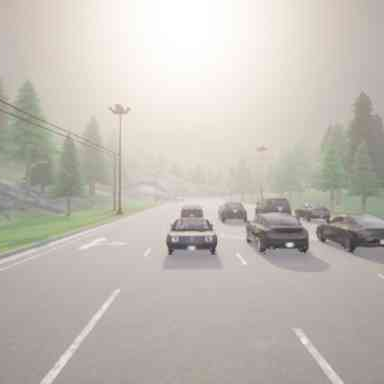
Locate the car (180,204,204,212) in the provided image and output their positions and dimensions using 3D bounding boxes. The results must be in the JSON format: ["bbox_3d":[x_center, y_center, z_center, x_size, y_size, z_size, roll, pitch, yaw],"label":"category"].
[{"bbox_3d":[-0.003,1.759,29.472,1.882,1.535,5.008,0,0,0],"label":"car"}]

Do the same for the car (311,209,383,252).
[{"bbox_3d":[7.001,1.664,14.386,1.812,1.442,4.674,0,0,0],"label":"car"}]

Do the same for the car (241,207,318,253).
[{"bbox_3d":[3.500,1.645,14.304,1.837,1.490,4.892,0,0,0],"label":"car"}]

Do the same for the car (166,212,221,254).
[{"bbox_3d":[-0.002,1.736,14.105,1.895,1.301,4.718,0,-1,0],"label":"car"}]

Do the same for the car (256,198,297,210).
[{"bbox_3d":[6.993,1.494,29.021,2.150,2.045,5.566,0,0,0],"label":"car"}]

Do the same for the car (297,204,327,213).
[{"bbox_3d":[10.496,1.773,29.294,2.128,1.511,4.902,0,0,0],"label":"car"}]

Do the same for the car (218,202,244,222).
[{"bbox_3d":[3.494,1.628,29.084,2.097,1.767,4.553,0,-1,0],"label":"car"}]
